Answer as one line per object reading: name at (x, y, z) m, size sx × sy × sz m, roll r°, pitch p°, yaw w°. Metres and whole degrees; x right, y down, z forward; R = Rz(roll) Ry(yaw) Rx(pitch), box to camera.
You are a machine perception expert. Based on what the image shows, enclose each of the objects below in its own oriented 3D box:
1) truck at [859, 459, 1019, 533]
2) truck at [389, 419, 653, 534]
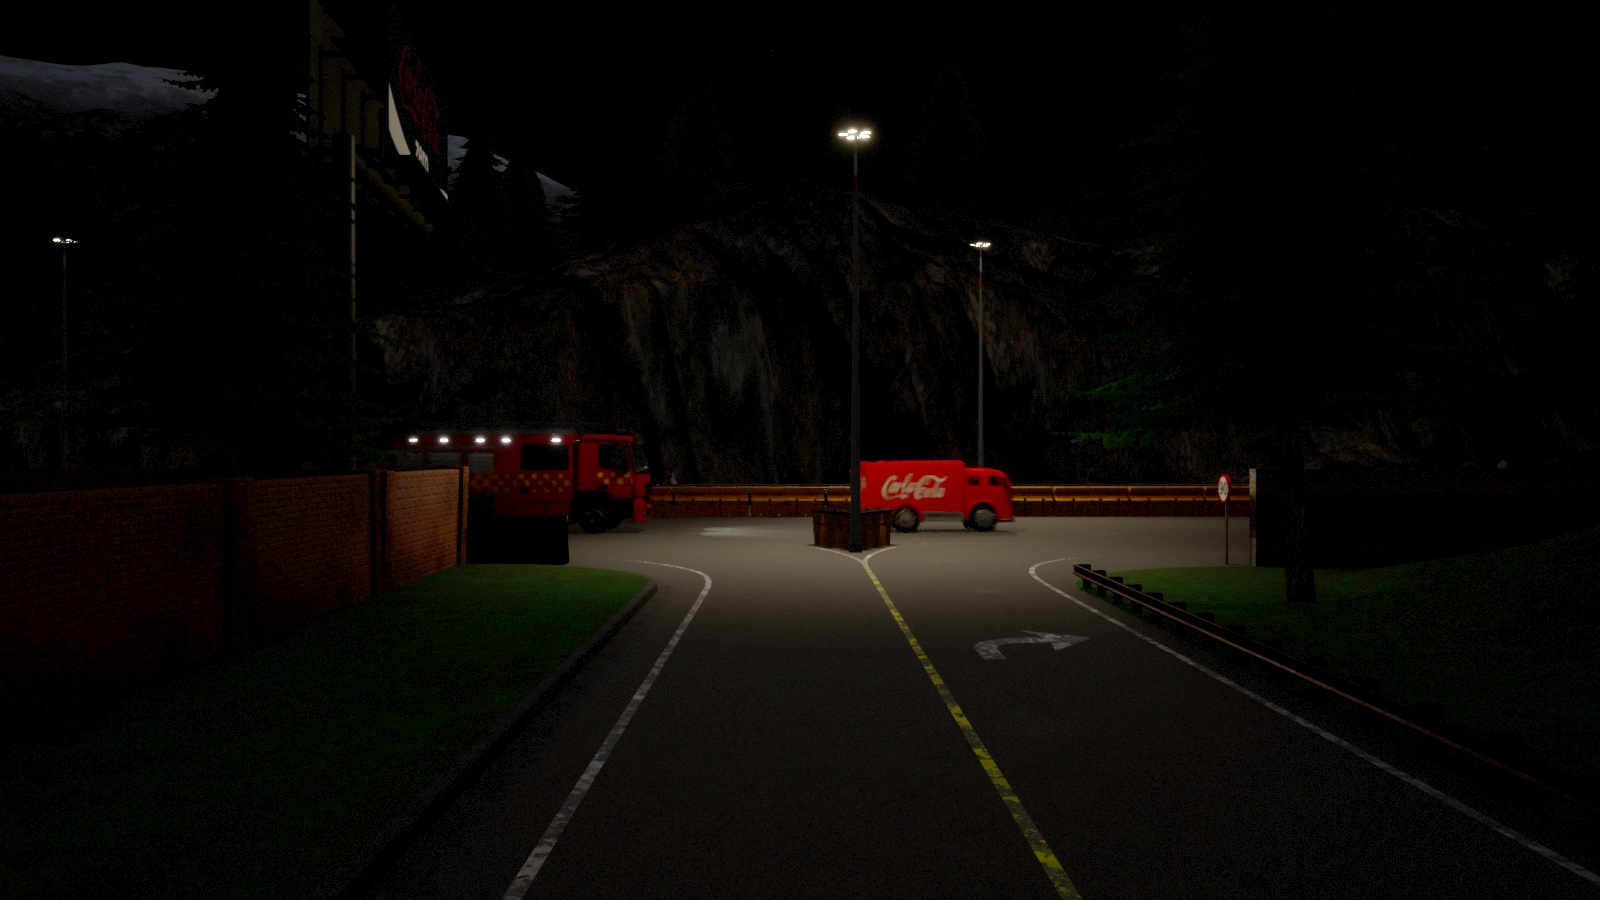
truck at (4.768, 1.570, 39.861) m, size 5.204 × 2.467 × 2.627 m, roll 0°, pitch 0°, yaw -1°
truck at (-9.479, 0.891, 39.566) m, size 8.468 × 3.827 × 2.891 m, roll 0°, pitch 0°, yaw -1°
